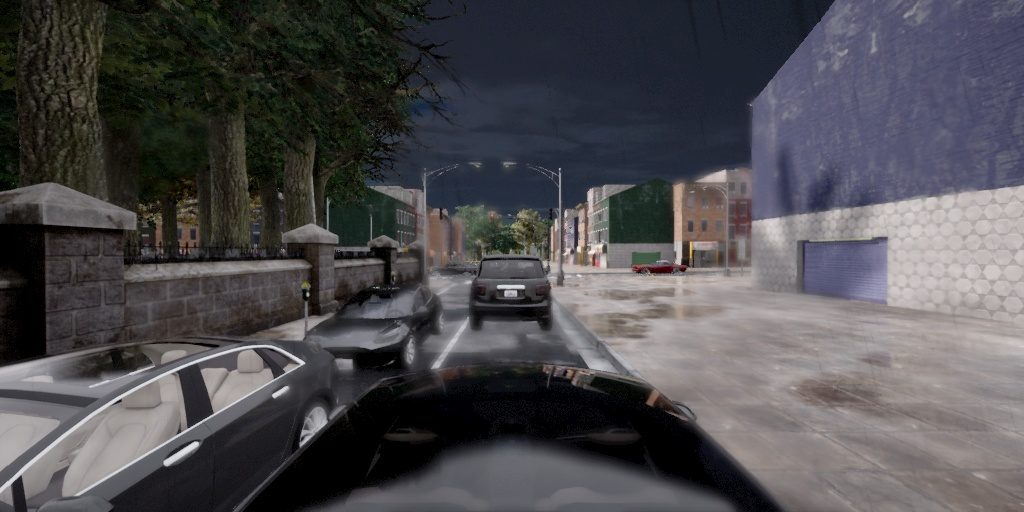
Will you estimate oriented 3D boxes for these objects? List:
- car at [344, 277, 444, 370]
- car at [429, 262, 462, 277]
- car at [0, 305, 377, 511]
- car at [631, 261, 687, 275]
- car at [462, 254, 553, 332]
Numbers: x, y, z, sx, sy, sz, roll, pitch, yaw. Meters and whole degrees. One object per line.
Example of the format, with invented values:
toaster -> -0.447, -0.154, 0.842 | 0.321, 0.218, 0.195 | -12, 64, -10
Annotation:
car -> -2.634, 1.316, 7.761 | 1.948, 1.339, 4.313 | 0, 0, 0
car -> -5.620, 1.333, 34.355 | 4.892, 1.490, 1.837 | -1, 0, 0
car -> -2.641, 1.300, 2.073 | 2.007, 1.370, 4.403 | 0, 0, 0
car -> 14.008, 1.144, 34.329 | 4.718, 1.301, 1.895 | -1, 1, 0
car -> -0.011, 0.973, 11.066 | 2.150, 2.045, 5.566 | 0, 0, 0
